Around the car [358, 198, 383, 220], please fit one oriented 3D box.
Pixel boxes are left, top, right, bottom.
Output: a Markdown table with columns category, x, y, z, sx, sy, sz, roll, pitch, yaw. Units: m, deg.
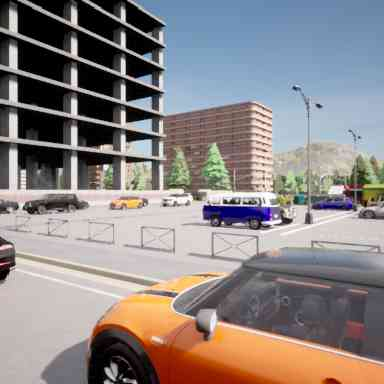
| category | x | y | z | sx | sy | sz | roll | pitch | yaw |
| --- | --- | --- | --- | --- | --- | --- | --- | --- | --- |
| car | 14.613 | 1.395 | 24.802 | 3.806 | 1.475 | 1.970 | 0 | 0 | 36 |

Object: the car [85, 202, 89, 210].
| category | x | y | z | sx | sy | sz | roll | pitch | yaw |
| --- | --- | --- | --- | --- | --- | --- | --- | --- | --- |
| car | -14.414 | 1.508 | 39.852 | 1.994 | 1.385 | 4.181 | 0 | 0 | 35 |

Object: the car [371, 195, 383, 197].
| category | x | y | z | sx | sy | sz | roll | pitch | yaw |
| --- | --- | --- | --- | --- | --- | --- | --- | --- | --- |
| car | 17.819 | 1.153 | 29.367 | 4.605 | 1.855 | 1.932 | 0 | 0 | 36 |

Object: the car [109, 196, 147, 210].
| category | x | y | z | sx | sy | sz | roll | pitch | yaw |
| --- | --- | --- | --- | --- | --- | --- | --- | --- | --- |
| car | -8.373 | 1.296 | 42.337 | 2.097 | 1.767 | 4.553 | 0 | 0 | 35 |

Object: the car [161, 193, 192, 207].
| category | x | y | z | sx | sy | sz | roll | pitch | yaw |
| --- | --- | --- | --- | --- | --- | --- | --- | --- | --- |
| car | -2.296 | 1.166 | 50.921 | 2.150 | 2.045 | 5.566 | 0 | 0 | 35 |

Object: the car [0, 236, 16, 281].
| category | x | y | z | sx | sy | sz | roll | pitch | yaw |
| --- | --- | --- | --- | --- | --- | --- | --- | --- | --- |
| car | -6.477 | 1.492 | 8.564 | 4.902 | 1.511 | 2.128 | 0 | 0 | 35 |

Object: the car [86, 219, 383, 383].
| category | x | y | z | sx | sy | sz | roll | pitch | yaw |
| --- | --- | --- | --- | --- | --- | --- | --- | --- | --- |
| car | 1.036 | 1.352 | 3.250 | 4.553 | 1.767 | 2.097 | 0 | 0 | 35 |

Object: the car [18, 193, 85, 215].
| category | x | y | z | sx | sy | sz | roll | pitch | yaw |
| --- | --- | --- | --- | --- | --- | --- | --- | --- | --- |
| car | -14.250 | 1.166 | 34.009 | 2.150 | 2.045 | 5.566 | 0 | 0 | 35 |

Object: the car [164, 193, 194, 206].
| category | x | y | z | sx | sy | sz | roll | pitch | yaw |
| --- | --- | --- | --- | --- | --- | --- | --- | --- | --- |
| car | -2.187 | 1.163 | 57.100 | 2.150 | 2.045 | 5.566 | 0 | 0 | 36 |

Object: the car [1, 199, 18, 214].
| category | x | y | z | sx | sy | sz | roll | pitch | yaw |
| --- | --- | --- | --- | --- | --- | --- | --- | --- | --- |
| car | -19.556 | 1.436 | 32.578 | 2.128 | 1.511 | 4.902 | 0 | 0 | 36 |

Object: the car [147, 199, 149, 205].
| category | x | y | z | sx | sy | sz | roll | pitch | yaw |
| --- | --- | --- | --- | --- | --- | --- | --- | --- | --- |
| car | -8.390 | 1.436 | 48.379 | 2.128 | 1.511 | 4.902 | 0 | 0 | 35 |
